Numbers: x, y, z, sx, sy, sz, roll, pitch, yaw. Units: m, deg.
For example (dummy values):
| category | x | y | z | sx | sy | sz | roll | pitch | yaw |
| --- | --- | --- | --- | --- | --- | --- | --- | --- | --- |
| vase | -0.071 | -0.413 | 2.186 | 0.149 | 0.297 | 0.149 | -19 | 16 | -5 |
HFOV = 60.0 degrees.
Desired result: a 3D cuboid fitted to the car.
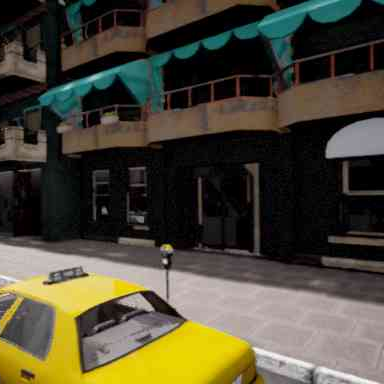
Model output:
| category | x | y | z | sx | sy | sz | roll | pitch | yaw |
| --- | --- | --- | --- | --- | --- | --- | --- | --- | --- |
| car | -1.622 | 1.548 | 3.881 | 4.829 | 1.417 | 1.752 | 0 | -1 | 35 |
